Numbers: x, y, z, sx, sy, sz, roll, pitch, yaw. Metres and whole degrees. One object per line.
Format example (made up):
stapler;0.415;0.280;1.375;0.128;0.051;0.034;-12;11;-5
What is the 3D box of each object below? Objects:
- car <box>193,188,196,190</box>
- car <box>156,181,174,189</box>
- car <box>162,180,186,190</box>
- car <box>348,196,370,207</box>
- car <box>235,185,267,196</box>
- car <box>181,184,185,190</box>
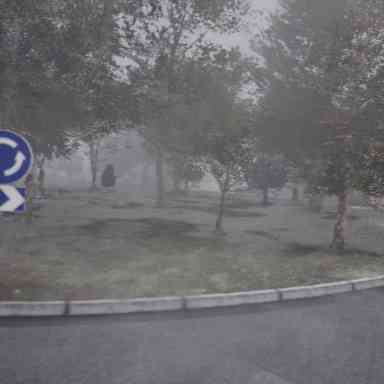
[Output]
car;-2.477;-1.585;91.622;5.566;2.045;2.435;5;0;-7
car;-5.884;-1.502;77.136;4.892;1.521;2.231;5;1;-8
car;-4.528;-1.679;82.945;5.566;2.045;2.435;5;0;-7
car;19.263;1.016;38.472;1.994;1.385;4.181;5;1;-20
car;8.963;-0.249;50.824;4.902;1.511;2.128;6;1;34
car;-5.245;-1.720;80.029;5.566;2.045;2.435;5;1;-7
